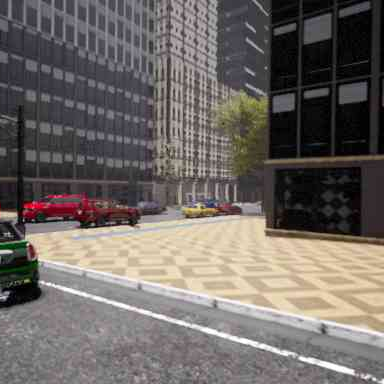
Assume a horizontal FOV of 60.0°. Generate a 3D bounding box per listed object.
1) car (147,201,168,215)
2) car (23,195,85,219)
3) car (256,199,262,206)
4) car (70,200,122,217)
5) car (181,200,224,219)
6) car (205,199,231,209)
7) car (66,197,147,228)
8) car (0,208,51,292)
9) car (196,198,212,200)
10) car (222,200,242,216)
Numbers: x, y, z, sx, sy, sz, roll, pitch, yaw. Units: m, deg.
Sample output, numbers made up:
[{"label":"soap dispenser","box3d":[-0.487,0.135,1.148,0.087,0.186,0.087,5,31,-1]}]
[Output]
[{"label":"car","box3d":[-4.865,1.700,34.918,2.033,1.411,5.357,1,0,37]},{"label":"car","box3d":[-10.947,1.284,26.679,2.150,2.045,5.566,1,0,36]},{"label":"car","box3d":[14.033,1.932,64.828,1.752,1.417,4.829,1,0,37]},{"label":"car","box3d":[-9.441,1.594,33.101,1.752,1.417,4.829,1,0,37]},{"label":"car","box3d":[0.854,1.798,32.927,1.752,1.417,4.829,1,0,37]},{"label":"car","box3d":[4.074,1.832,51.368,1.947,1.339,4.313,1,0,37]},{"label":"car","box3d":[-5.953,1.487,23.723,2.192,1.841,5.009,1,0,37]},{"label":"car","box3d":[-5.542,1.329,7.670,4.553,1.767,2.097,0,0,36]},{"label":"car","box3d":[1.259,1.594,43.174,2.097,1.767,4.553,1,0,37]},{"label":"car","box3d":[4.107,1.902,37.325,1.802,1.307,4.206,1,0,37]}]
